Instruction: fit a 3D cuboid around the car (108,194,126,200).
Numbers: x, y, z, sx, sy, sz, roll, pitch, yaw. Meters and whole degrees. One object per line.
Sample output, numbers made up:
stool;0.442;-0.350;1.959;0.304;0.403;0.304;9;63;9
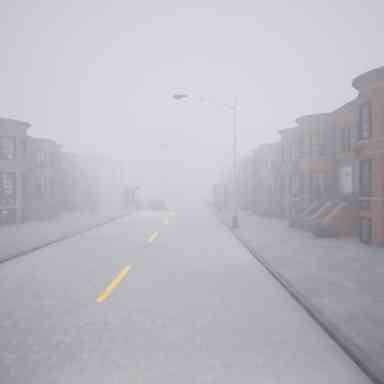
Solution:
car;-19.448;1.213;86.451;4.193;1.474;1.816;0;0;10

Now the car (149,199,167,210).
car;-4.081;1.505;40.473;1.895;1.301;4.718;0;0;0

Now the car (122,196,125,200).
car;-19.304;1.151;83.500;4.611;1.667;2.242;0;0;10
